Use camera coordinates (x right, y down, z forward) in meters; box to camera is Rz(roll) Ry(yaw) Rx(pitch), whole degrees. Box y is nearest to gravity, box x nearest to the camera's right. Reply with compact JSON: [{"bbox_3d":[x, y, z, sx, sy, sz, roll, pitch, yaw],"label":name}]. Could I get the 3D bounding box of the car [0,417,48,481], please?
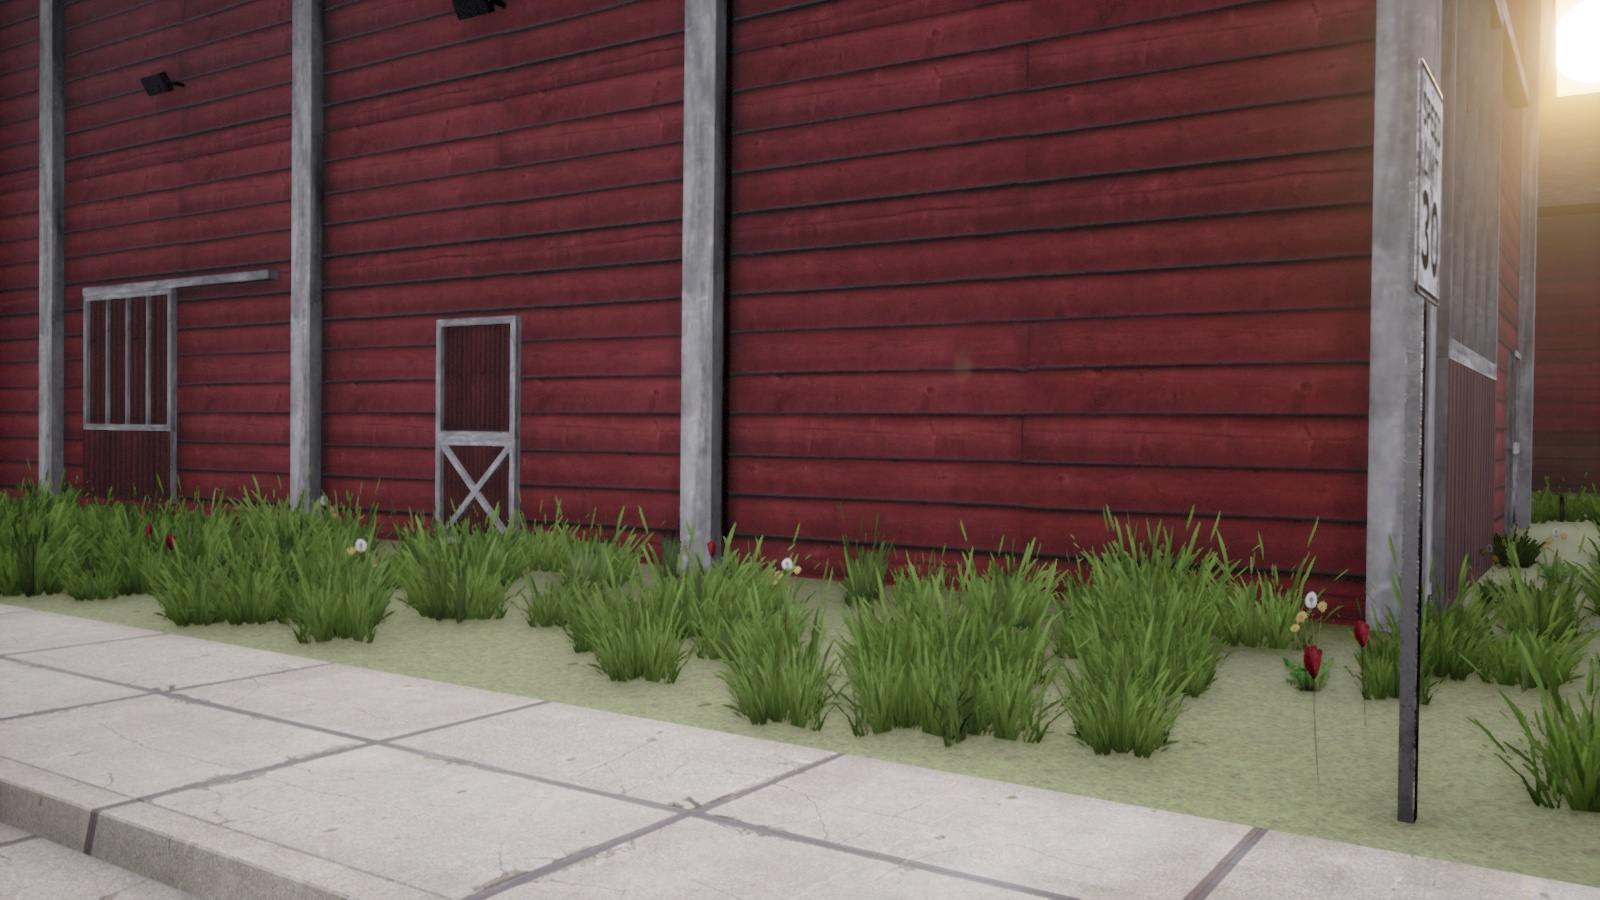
[{"bbox_3d":[-27.174,-0.001,39.592,2.150,2.045,5.566,0,1,33],"label":"car"}]
